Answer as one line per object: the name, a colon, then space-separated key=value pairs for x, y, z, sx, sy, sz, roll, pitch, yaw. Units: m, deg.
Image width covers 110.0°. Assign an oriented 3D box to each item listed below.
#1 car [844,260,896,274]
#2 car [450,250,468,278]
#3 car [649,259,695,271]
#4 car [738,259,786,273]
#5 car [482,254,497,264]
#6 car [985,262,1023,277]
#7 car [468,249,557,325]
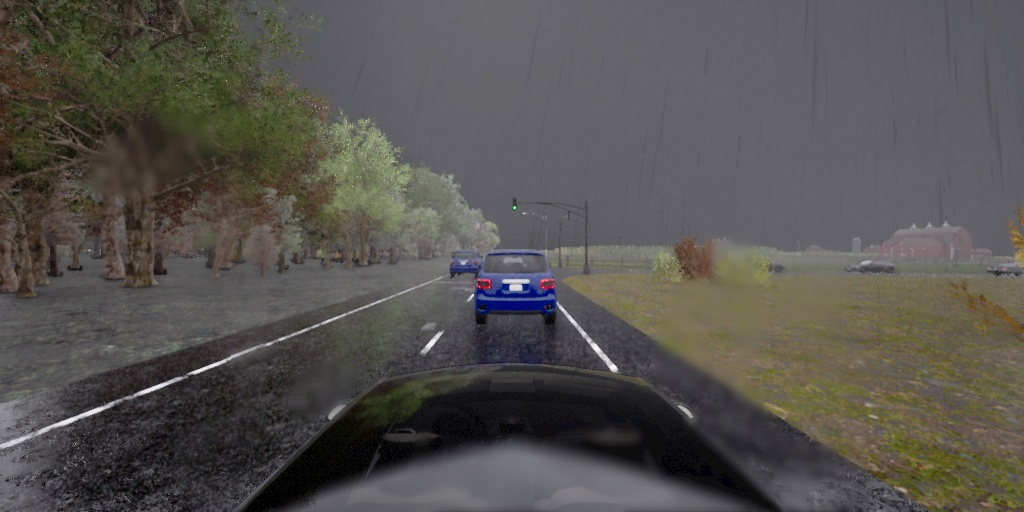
car: x=39.405 y=1.183 z=39.487 sx=4.674 sy=1.442 sz=1.812 roll=1 pitch=0 yaw=0
car: x=-3.431 y=0.575 z=27.948 sx=2.150 sy=2.045 sz=5.566 roll=0 pitch=1 yaw=0
car: x=17.655 y=0.944 z=39.595 sx=4.674 sy=1.442 sz=1.812 roll=1 pitch=0 yaw=1
car: x=27.518 y=1.052 z=39.526 sx=4.674 sy=1.442 sz=1.812 roll=1 pitch=0 yaw=0
car: x=-3.464 y=0.478 z=55.363 sx=2.033 sy=1.411 sz=5.357 roll=0 pitch=1 yaw=0
car: x=50.982 y=1.327 z=35.830 sx=5.357 sy=1.411 sz=2.033 roll=1 pitch=0 yaw=1
car: x=0.088 y=0.824 z=11.295 sx=2.150 sy=2.045 sz=5.566 roll=0 pitch=1 yaw=0
